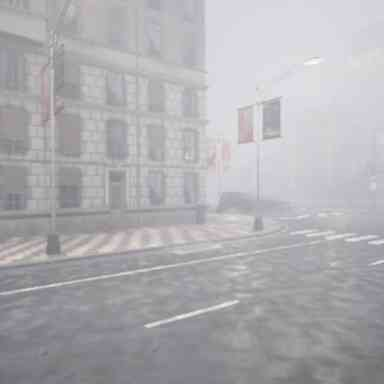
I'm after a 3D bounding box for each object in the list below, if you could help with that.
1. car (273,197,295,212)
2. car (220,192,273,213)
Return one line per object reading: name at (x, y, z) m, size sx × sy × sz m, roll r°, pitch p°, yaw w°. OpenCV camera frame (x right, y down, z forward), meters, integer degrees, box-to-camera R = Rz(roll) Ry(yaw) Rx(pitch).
car at (8.647, 1.231, 35.536) m, size 2.128 × 1.511 × 4.902 m, roll -1°, pitch 0°, yaw -36°
car at (5.192, 0.996, 34.307) m, size 2.150 × 2.045 × 5.566 m, roll -1°, pitch 0°, yaw -36°
